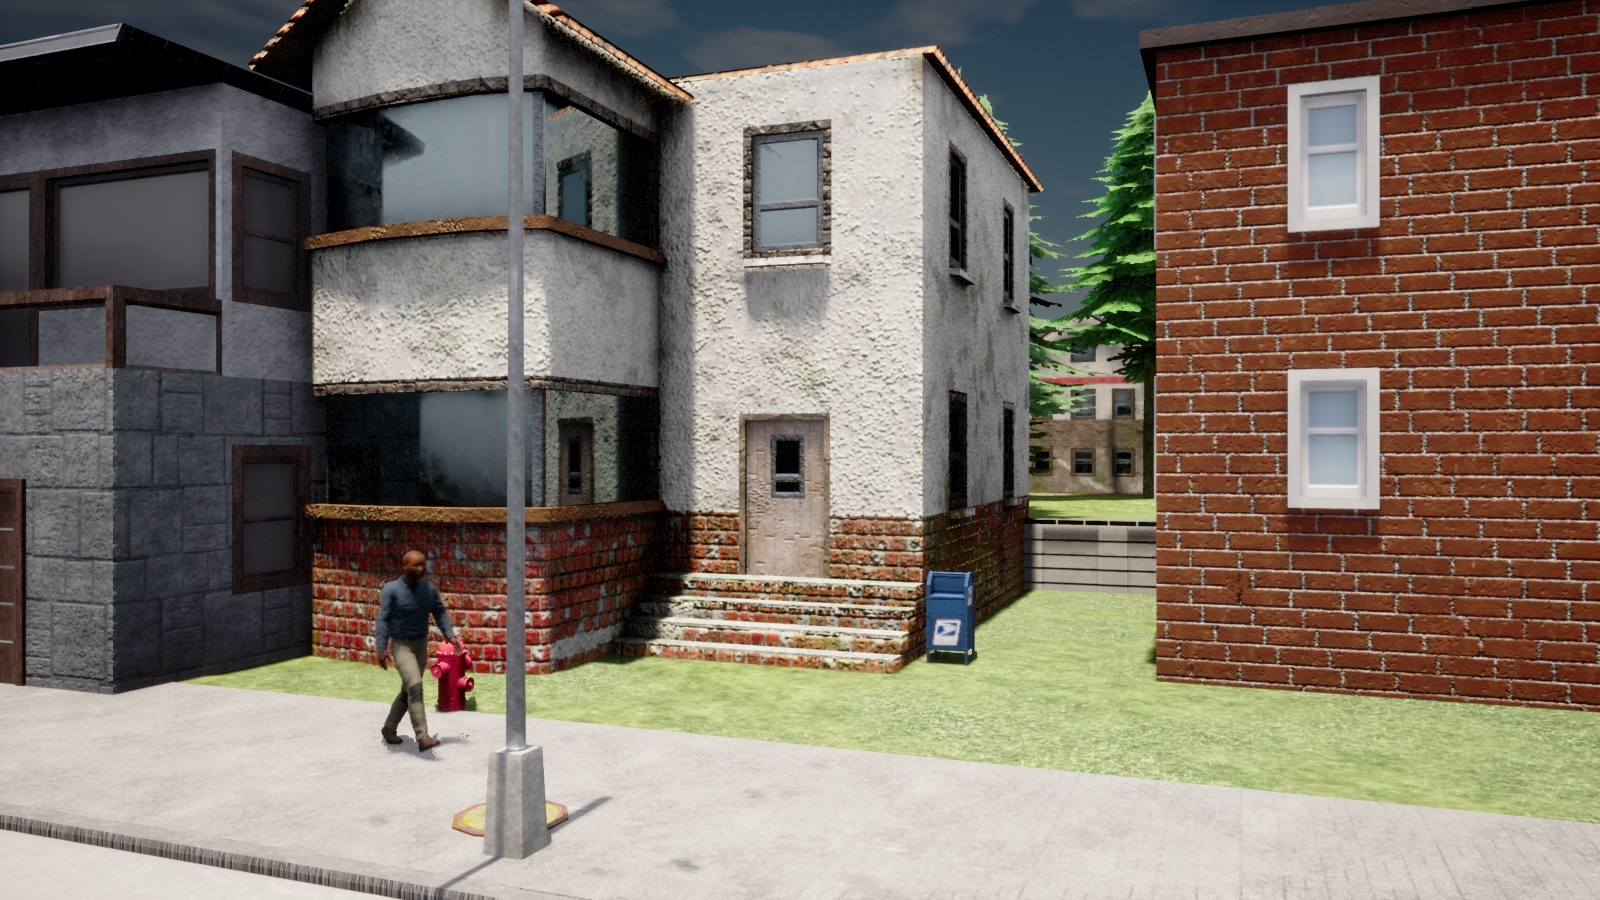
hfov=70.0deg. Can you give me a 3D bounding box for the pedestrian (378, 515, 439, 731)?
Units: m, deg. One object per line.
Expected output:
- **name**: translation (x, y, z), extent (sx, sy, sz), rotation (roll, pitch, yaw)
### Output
- **pedestrian**: translation (-3.505, 1.524, 10.230), extent (0.375, 1.860, 0.375), rotation (0, 0, 43)
